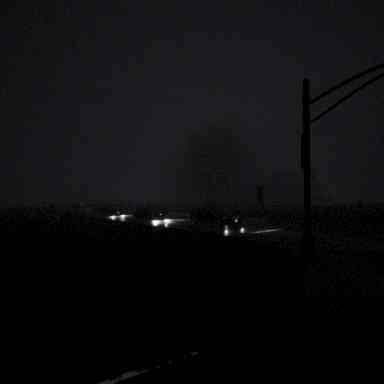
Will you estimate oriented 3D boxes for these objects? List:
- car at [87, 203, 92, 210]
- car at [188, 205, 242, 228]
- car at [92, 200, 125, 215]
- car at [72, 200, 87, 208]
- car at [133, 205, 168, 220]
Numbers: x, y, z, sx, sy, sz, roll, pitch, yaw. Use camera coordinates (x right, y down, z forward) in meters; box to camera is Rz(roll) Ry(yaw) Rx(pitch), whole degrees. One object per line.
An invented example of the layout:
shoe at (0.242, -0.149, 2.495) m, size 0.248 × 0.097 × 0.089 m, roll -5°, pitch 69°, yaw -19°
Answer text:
car at (-15.289, 2.186, 55.054) m, size 1.837 × 1.490 × 4.892 m, roll -1°, pitch 0°, yaw -36°
car at (1.642, 1.771, 25.114) m, size 2.128 × 1.511 × 4.902 m, roll -1°, pitch 0°, yaw -36°
car at (-10.337, 2.110, 41.829) m, size 2.033 × 1.411 × 5.357 m, roll -1°, pitch 0°, yaw -35°
car at (-21.453, 2.321, 63.655) m, size 2.128 × 1.511 × 4.902 m, roll -1°, pitch 0°, yaw -36°
car at (-4.189, 1.981, 33.230) m, size 1.994 × 1.385 × 4.181 m, roll -1°, pitch 0°, yaw -37°
